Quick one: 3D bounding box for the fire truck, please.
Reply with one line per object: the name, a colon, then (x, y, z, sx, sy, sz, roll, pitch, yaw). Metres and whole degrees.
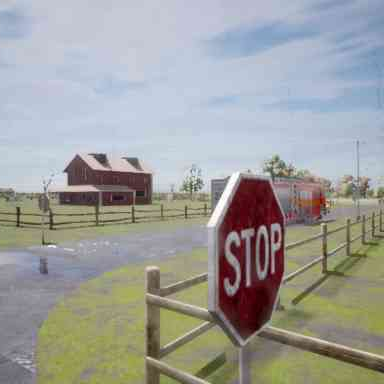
fire truck: (9.913, 0.799, 30.799, 2.891, 3.827, 8.468, -1, -1, 35)
